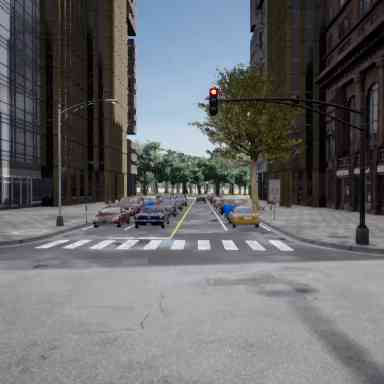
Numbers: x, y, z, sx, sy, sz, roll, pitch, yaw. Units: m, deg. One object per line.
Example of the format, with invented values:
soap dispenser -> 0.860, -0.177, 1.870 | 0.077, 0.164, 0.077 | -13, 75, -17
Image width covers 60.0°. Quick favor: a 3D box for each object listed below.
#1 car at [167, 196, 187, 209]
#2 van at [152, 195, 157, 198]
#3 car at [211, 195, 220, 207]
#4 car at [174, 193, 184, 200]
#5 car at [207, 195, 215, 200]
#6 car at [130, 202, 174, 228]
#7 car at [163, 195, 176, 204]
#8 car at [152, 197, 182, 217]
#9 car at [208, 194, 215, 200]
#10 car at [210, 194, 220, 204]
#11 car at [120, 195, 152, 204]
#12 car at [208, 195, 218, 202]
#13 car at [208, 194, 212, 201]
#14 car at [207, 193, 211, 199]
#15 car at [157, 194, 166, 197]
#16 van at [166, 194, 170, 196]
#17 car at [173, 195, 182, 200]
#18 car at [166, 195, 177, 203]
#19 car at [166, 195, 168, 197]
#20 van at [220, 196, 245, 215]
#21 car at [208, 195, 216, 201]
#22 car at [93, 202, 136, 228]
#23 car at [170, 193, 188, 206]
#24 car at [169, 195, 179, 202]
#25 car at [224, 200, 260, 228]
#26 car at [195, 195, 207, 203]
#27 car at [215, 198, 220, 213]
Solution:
car -> -2.032, 1.551, 40.530 | 1.895, 1.301, 4.718 | 0, 0, 2
van -> -4.899, 1.306, 33.313 | 1.690, 1.788, 3.998 | -1, 0, 1
car -> 3.915, 1.465, 44.633 | 1.752, 1.417, 4.829 | -1, 0, 1
car -> -3.477, 1.128, 90.091 | 2.192, 1.841, 5.009 | 0, 0, 1
car -> 5.048, 1.379, 89.881 | 1.947, 1.339, 4.313 | 0, 0, 1
car -> -2.508, 1.584, 21.887 | 1.895, 1.301, 4.718 | 0, 0, 2
car -> -4.187, 1.336, 61.702 | 1.967, 1.590, 4.097 | 0, 0, 1
car -> -2.269, 1.474, 31.223 | 1.837, 1.490, 4.892 | 0, 0, 2
car -> 4.909, 1.355, 84.374 | 1.752, 1.417, 4.829 | 0, 0, 1
car -> 4.053, 1.471, 50.140 | 1.887, 1.381, 4.507 | -1, 0, 1
car -> -5.042, 1.290, 27.635 | 2.192, 1.841, 5.009 | -1, 0, 1
car -> 4.621, 1.415, 72.849 | 2.008, 1.369, 4.403 | -1, 0, 1
car -> 4.195, 1.462, 55.817 | 2.008, 1.369, 4.403 | -1, 0, 1
car -> 4.335, 1.211, 61.494 | 2.192, 1.841, 5.009 | -1, 0, 1
car -> -4.757, 1.269, 38.991 | 2.192, 1.841, 5.009 | -1, 0, 1
van -> -4.330, 1.252, 56.024 | 1.690, 1.788, 3.998 | 0, 0, 1
car -> -3.617, 1.375, 84.414 | 1.887, 1.381, 4.507 | 0, 0, 1
car -> -4.044, 1.425, 67.380 | 1.887, 1.381, 4.507 | 0, 0, 1
car -> -4.612, 1.491, 44.669 | 2.008, 1.369, 4.403 | -1, 0, 1
van -> 3.482, 1.316, 27.430 | 1.690, 1.788, 3.998 | -1, 0, 1
car -> 4.764, 1.429, 78.527 | 1.802, 1.307, 4.206 | 0, 0, 1
car -> -5.181, 1.565, 21.956 | 1.802, 1.307, 4.206 | -1, 0, 1
car -> -1.744, 1.277, 50.634 | 2.097, 1.767, 4.553 | 0, 0, 2
car -> -3.901, 1.446, 73.058 | 1.802, 1.307, 4.206 | 0, 0, 1
car -> 3.346, 1.508, 21.922 | 1.752, 1.417, 4.829 | -1, 0, 1
car -> 1.791, 1.389, 65.894 | 1.837, 1.490, 4.892 | 0, 0, 1
car -> 3.626, 1.531, 33.108 | 1.947, 1.339, 4.313 | -1, 0, 1
